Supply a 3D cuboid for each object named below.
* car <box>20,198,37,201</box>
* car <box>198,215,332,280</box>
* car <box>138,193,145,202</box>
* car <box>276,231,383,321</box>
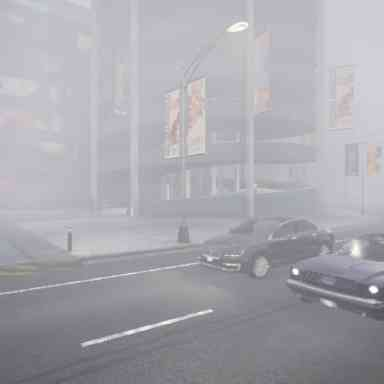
[{"bbox_3d":[-25.669,1.463,52.374,1.895,1.301,4.718,0,0,-36],"label":"car"},{"bbox_3d":[2.419,1.505,10.123,4.892,1.490,1.837,0,0,-36],"label":"car"},{"bbox_3d":[-11.199,1.028,63.929,2.435,2.045,5.566,0,0,-36],"label":"car"},{"bbox_3d":[4.125,1.601,7.027,4.718,1.301,1.895,0,0,-36],"label":"car"}]
